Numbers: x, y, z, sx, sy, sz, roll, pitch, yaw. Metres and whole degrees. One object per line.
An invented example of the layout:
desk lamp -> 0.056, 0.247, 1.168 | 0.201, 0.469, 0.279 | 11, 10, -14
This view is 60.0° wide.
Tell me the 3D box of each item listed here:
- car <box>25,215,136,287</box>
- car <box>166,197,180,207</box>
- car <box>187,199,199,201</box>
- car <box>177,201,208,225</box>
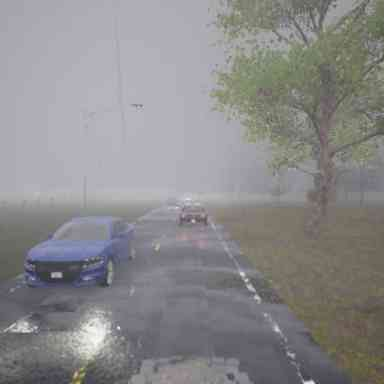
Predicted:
car -> -2.852, 1.468, 9.497 | 1.882, 1.535, 5.008 | 0, 0, 0
car -> -2.840, 1.483, 50.190 | 2.033, 1.411, 5.357 | 0, 0, 0
car -> 0.083, 1.550, 42.063 | 1.895, 1.301, 4.718 | 0, 0, 0
car -> 0.093, 1.574, 23.639 | 1.895, 1.301, 4.718 | 0, 0, 0
